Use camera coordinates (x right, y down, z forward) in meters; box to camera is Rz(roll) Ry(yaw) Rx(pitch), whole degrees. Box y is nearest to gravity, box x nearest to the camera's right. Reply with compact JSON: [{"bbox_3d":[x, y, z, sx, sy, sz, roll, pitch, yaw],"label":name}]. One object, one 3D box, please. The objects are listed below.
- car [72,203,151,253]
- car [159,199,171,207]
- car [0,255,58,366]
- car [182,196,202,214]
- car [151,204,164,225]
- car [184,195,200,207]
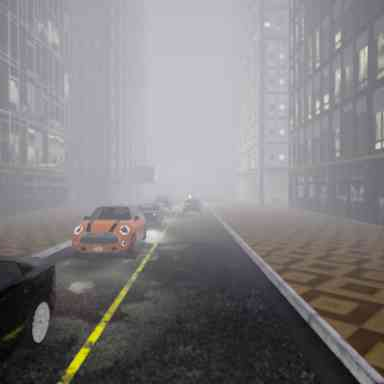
[{"bbox_3d":[-3.090,1.284,13.250,2.097,1.767,4.553,0,0,0],"label":"car"},{"bbox_3d":[-2.989,1.075,34.555,2.128,1.511,4.902,0,0,0],"label":"car"},{"bbox_3d":[-3.095,1.459,3.357,1.882,1.535,5.008,0,0,0],"label":"car"},{"bbox_3d":[0.012,1.385,33.298,2.033,1.411,5.357,0,0,0],"label":"car"},{"bbox_3d":[-3.084,1.486,23.136,1.895,1.301,4.718,0,0,0],"label":"car"},{"bbox_3d":[0.047,1.270,47.149,2.128,1.511,4.902,0,0,1],"label":"car"}]
